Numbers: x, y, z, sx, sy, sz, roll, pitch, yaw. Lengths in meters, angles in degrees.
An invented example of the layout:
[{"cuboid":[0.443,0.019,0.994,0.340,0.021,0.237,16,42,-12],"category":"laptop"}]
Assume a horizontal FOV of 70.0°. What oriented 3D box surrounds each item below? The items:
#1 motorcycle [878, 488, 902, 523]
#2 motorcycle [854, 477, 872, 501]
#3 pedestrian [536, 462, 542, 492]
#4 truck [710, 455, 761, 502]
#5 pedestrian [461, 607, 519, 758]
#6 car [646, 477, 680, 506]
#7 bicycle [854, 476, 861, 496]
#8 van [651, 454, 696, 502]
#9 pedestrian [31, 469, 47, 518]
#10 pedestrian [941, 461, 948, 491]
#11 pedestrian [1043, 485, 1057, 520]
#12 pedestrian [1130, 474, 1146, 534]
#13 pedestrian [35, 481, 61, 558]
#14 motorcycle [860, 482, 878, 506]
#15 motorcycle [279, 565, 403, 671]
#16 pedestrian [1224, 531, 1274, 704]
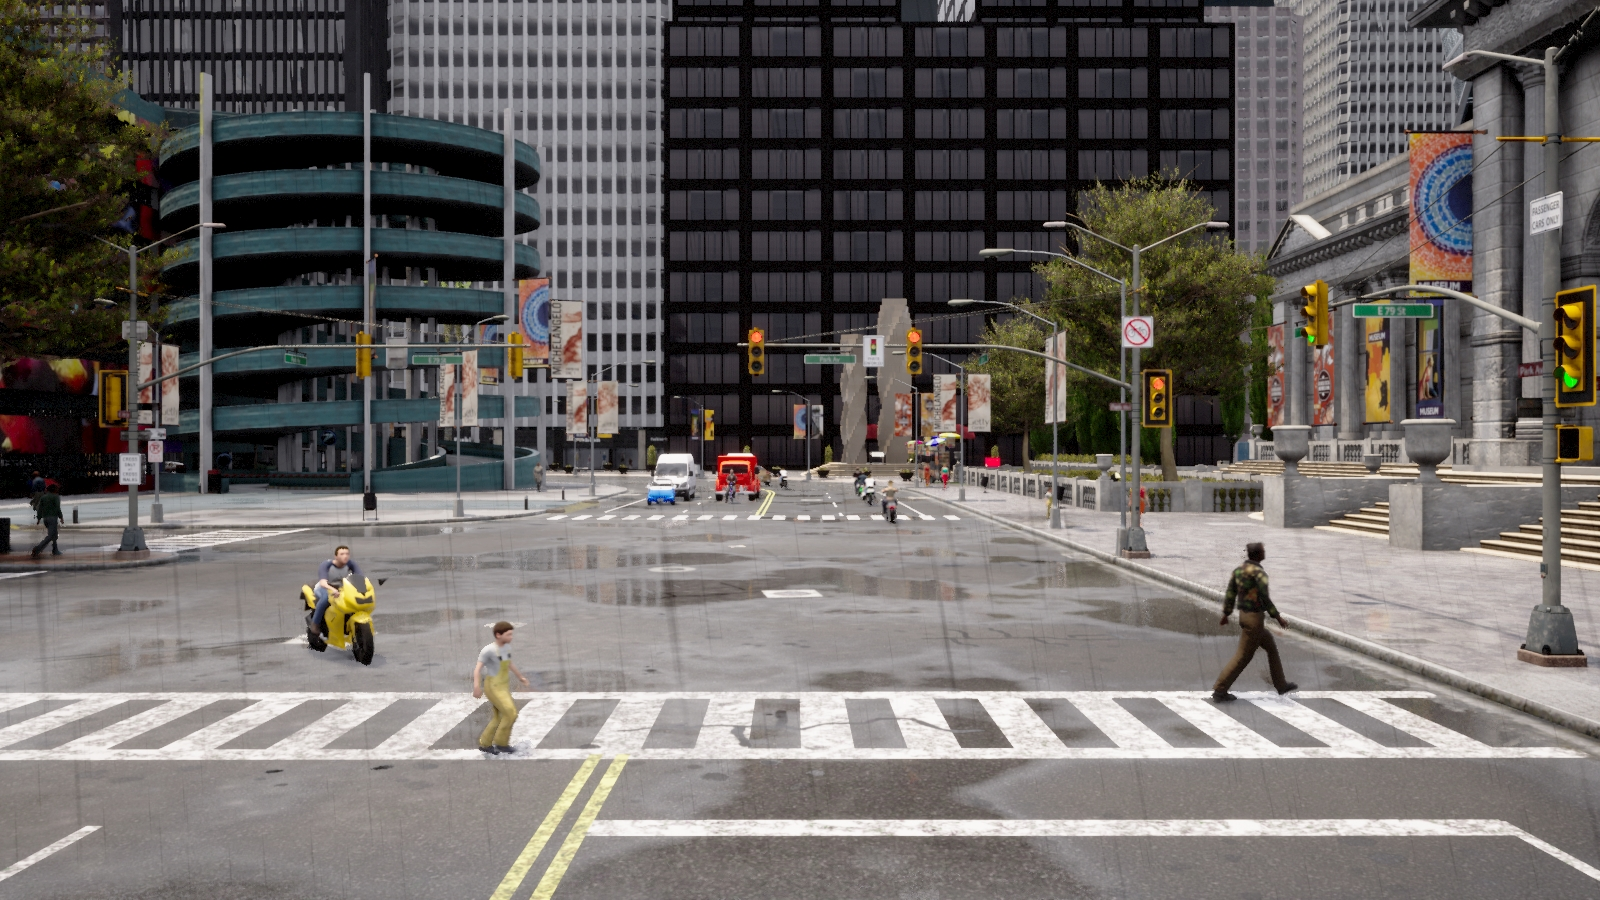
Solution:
[{"cuboid":[3.507,2.153,44.716,0.764,1.277,2.356,0,0,0],"category":"motorcycle"},{"cuboid":[3.503,2.157,63.524,0.856,1.236,1.805,0,0,0],"category":"motorcycle"},{"cuboid":[-16.151,1.669,70.654,0.375,1.860,0.375,0,0,-9],"category":"pedestrian"},{"cuboid":[-3.541,1.543,64.074,2.627,2.467,5.204,0,0,-1],"category":"truck"},{"cuboid":[-2.845,2.124,10.504,0.375,1.300,0.375,0,0,13],"category":"pedestrian"},{"cuboid":[-6.988,2.098,58.266,1.481,1.376,2.207,0,0,0],"category":"car"},{"cuboid":[3.466,2.183,69.258,0.329,1.171,1.835,0,0,-1],"category":"bicycle"},{"cuboid":[-7.042,1.510,64.165,1.988,2.561,5.915,0,0,-1],"category":"van"},{"cuboid":[-29.378,1.679,44.101,0.375,1.860,0.375,0,0,5],"category":"pedestrian"},{"cuboid":[9.256,1.668,73.226,0.375,1.860,0.375,0,0,-7],"category":"pedestrian"},{"cuboid":[9.334,1.960,42.700,0.375,1.300,0.375,0,0,-17],"category":"pedestrian"},{"cuboid":[10.574,1.682,35.741,0.375,1.860,0.375,0,0,-2],"category":"pedestrian"},{"cuboid":[-18.455,1.693,28.034,0.375,1.860,0.375,0,0,7],"category":"pedestrian"},{"cuboid":[3.488,2.190,57.646,0.803,1.145,2.033,0,0,0],"category":"motorcycle"},{"cuboid":[-6.181,2.207,15.326,2.033,1.145,0.803,-1,0,45],"category":"motorcycle"},{"cuboid":[4.977,1.842,12.677,0.375,1.860,0.375,0,0,-11],"category":"pedestrian"}]
